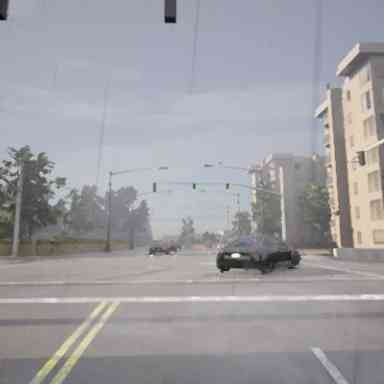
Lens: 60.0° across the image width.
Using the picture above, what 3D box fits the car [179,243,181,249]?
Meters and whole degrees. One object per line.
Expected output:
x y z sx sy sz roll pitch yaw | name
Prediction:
-3.248 10.133 63.968 2.097 1.767 4.553 0 -9 0 | car

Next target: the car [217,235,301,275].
2.746 2.438 13.260 1.994 1.385 4.181 -7 -11 36 | car

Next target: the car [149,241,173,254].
-3.442 6.056 36.097 1.994 1.385 4.181 0 -9 0 | car

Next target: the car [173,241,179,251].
-3.365 8.033 48.695 1.895 1.301 4.718 0 -9 1 | car
